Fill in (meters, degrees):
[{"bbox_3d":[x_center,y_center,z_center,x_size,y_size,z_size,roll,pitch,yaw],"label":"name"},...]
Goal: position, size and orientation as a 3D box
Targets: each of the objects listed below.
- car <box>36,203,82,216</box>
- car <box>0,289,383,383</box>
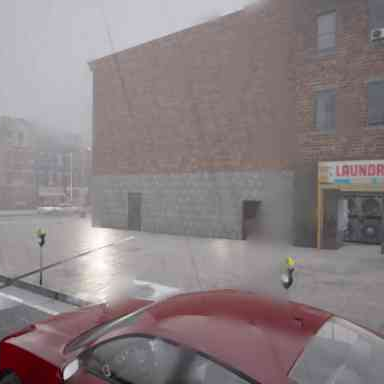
[{"bbox_3d":[-14.624,1.938,36.806,1.895,1.301,4.718,1,0,36],"label":"car"},{"bbox_3d":[0.102,1.544,2.727,4.507,1.381,1.887,0,1,36],"label":"car"}]
